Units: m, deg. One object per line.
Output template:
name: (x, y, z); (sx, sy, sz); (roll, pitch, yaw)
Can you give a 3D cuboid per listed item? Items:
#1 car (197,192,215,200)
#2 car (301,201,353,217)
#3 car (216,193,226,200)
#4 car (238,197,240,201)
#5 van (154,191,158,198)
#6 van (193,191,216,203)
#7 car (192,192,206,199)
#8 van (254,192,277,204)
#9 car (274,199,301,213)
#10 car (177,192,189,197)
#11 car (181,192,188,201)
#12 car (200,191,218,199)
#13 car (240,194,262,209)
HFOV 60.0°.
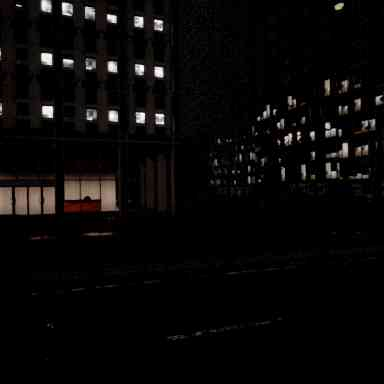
car: (2.863, 0.878, 69.857); (1.882, 1.535, 5.008); (-1, 1, -21)
car: (12.086, 1.433, 29.453); (1.947, 1.339, 4.313); (0, 1, -21)
car: (5.732, 0.952, 69.637); (1.802, 1.307, 4.206); (0, 1, -21)
car: (9.816, 1.058, 59.029); (1.802, 1.307, 4.206); (0, 1, -21)
van: (-8.216, 0.686, 82.537); (1.690, 1.788, 3.998); (0, 1, -21)
van: (1.996, 0.951, 56.017); (1.690, 1.788, 3.998); (0, 1, -21)
car: (1.647, 0.704, 80.243); (1.967, 1.590, 4.097); (0, 1, -21)
van: (11.857, 0.869, 53.722); (1.690, 1.788, 3.998); (0, 1, -21)
car: (10.060, 1.398, 34.765); (1.802, 1.307, 4.206); (0, 1, -21)
car: (-2.437, 0.708, 90.852); (2.008, 1.369, 4.403); (0, 1, -21)
car: (-2.089, 1.055, 66.627); (2.008, 1.369, 4.403); (0, 1, -21)
car: (3.689, 0.632, 74.938); (2.192, 1.841, 5.009); (0, 1, -21)
car: (8.072, 1.330, 40.090); (1.947, 1.339, 4.313); (0, 1, -21)
